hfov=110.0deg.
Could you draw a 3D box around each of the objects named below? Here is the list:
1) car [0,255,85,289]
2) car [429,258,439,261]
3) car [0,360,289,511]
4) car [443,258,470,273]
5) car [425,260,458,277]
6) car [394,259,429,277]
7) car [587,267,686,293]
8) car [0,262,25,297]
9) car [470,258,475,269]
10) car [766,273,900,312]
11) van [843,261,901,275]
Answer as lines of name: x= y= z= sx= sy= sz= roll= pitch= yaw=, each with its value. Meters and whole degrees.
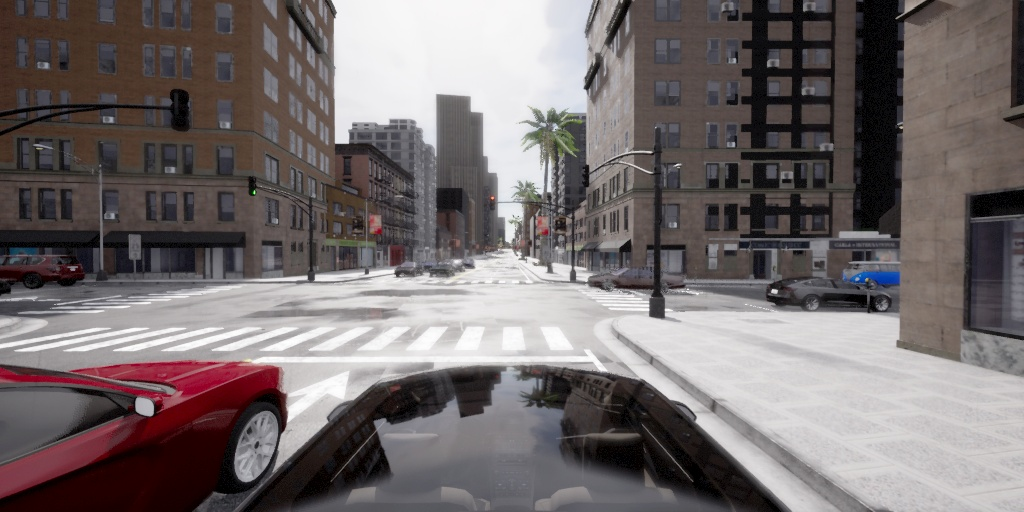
car: x=-27.271 y=0.836 z=19.962 sx=5.009 sy=1.841 sz=2.192 roll=0 pitch=0 yaw=-9
car: x=-10.152 y=1.090 z=45.226 sx=2.097 sy=1.767 sz=4.553 roll=0 pitch=0 yaw=0
car: x=-3.144 y=1.228 z=1.516 sx=1.882 sy=1.535 sz=5.008 roll=0 pitch=0 yaw=1
car: x=-6.895 y=1.230 z=44.565 sx=2.128 sy=1.511 sz=4.902 roll=0 pitch=0 yaw=0
car: x=-6.832 y=1.343 z=35.367 sx=1.895 sy=1.301 sz=4.718 roll=0 pitch=0 yaw=0
car: x=-10.086 y=1.289 z=35.695 sx=2.033 sy=1.411 sz=5.357 roll=0 pitch=0 yaw=-1
car: x=7.164 y=1.353 z=20.958 sx=5.357 sy=1.411 sz=2.033 roll=1 pitch=1 yaw=5
car: x=-24.028 y=1.126 z=14.627 sx=4.892 sy=1.490 sz=1.837 roll=1 pitch=1 yaw=-9
car: x=-6.968 y=1.079 z=56.343 sx=2.097 sy=1.767 sz=4.553 roll=0 pitch=0 yaw=-1
car: x=12.869 y=1.513 z=14.747 sx=4.313 sy=1.339 sz=1.948 roll=0 pitch=0 yaw=0
van: x=23.850 y=1.251 z=23.288 sx=3.998 sy=1.789 sz=1.690 roll=0 pitch=0 yaw=0
